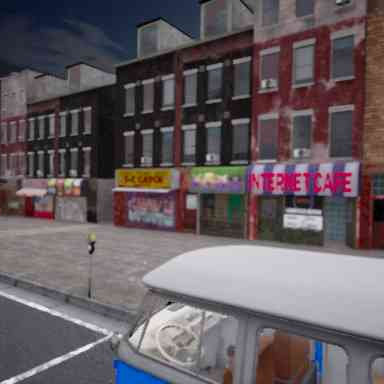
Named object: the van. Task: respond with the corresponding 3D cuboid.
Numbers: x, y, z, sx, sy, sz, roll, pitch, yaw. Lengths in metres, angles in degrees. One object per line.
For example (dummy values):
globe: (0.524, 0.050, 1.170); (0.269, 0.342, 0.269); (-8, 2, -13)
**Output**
van: (1.257, 1.341, 1.886); (3.998, 1.788, 1.690); (0, 1, 36)
